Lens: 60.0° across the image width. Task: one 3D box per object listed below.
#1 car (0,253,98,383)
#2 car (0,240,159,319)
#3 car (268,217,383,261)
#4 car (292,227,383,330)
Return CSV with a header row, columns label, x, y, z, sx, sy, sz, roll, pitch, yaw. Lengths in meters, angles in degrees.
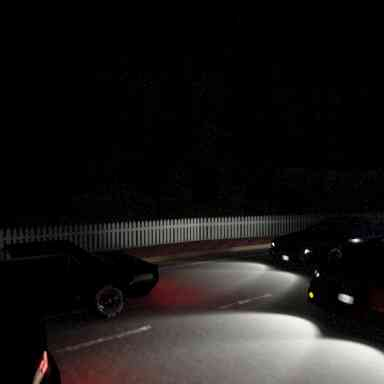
label,x,y,z,sx,sy,sz,roll,pitch,yaw
car,-3.228,1.492,1.564,4.902,1.511,2.128,0,0,-35
car,-3.071,1.601,5.871,4.718,1.301,1.895,0,0,-34
car,5.130,1.546,10.952,5.357,1.411,2.033,0,0,-26
car,4.238,1.563,6.432,4.181,1.385,1.994,0,0,-30
